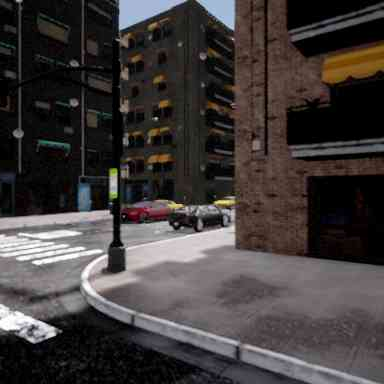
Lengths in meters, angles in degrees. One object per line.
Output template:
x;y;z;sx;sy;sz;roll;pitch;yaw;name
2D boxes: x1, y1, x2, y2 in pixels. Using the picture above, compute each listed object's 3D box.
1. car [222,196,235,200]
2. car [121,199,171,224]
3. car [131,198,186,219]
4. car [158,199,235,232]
4.056;1.118;36.637;1.752;1.417;4.829;1;1;36;car
-3.142;1.345;22.626;1.994;1.385;4.181;0;1;36;car
-2.636;1.260;27.480;1.752;1.417;4.829;1;1;36;car
0.498;1.337;18.414;2.008;1.369;4.403;1;1;36;car
